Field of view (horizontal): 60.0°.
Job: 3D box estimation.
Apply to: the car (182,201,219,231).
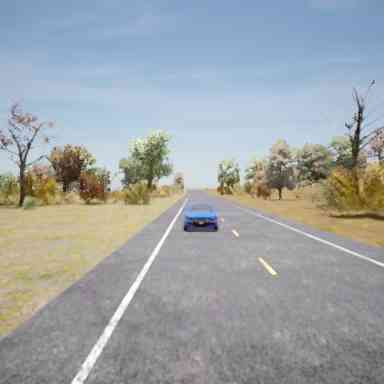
[{"bbox_3d":[0.481,1.302,19.523,1.882,1.535,5.008,0,1,0],"label":"car"}]
